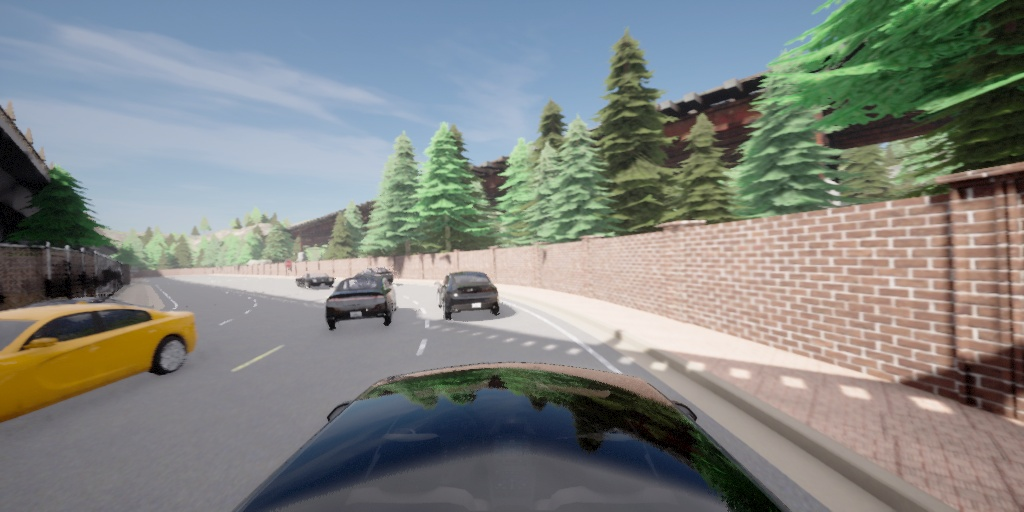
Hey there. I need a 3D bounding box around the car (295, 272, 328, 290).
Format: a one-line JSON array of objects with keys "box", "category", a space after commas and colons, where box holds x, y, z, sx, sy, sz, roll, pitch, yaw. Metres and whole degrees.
[{"box": [-16.855, 2.076, 30.498, 1.895, 1.301, 4.718, -2, 0, -45], "category": "car"}]

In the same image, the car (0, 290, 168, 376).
[{"box": [-11.552, 1.812, 9.292, 1.994, 1.385, 4.181, -2, 0, -15], "category": "car"}]

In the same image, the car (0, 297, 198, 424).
[{"box": [-7.368, 1.545, 5.431, 1.882, 1.535, 5.008, -2, 0, -7], "category": "car"}]

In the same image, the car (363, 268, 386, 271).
[{"box": [-11.567, 1.737, 29.895, 2.128, 1.511, 4.902, -2, 0, -42], "category": "car"}]

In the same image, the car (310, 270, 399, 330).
[{"box": [-5.064, 1.458, 12.450, 2.128, 1.511, 4.902, -2, 0, -16], "category": "car"}]

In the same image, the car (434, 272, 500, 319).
[{"box": [-1.771, 1.329, 13.541, 1.837, 1.490, 4.892, -2, 0, -16], "category": "car"}]
